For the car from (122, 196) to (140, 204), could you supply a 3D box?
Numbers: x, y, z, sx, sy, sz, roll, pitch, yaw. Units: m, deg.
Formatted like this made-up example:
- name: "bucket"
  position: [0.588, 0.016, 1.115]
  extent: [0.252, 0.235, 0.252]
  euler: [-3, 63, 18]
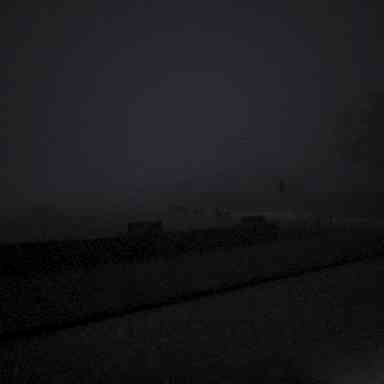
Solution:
- name: "car"
  position: [-11.616, 1.487, 63.007]
  extent: [1.882, 1.535, 5.008]
  euler: [0, 0, -36]

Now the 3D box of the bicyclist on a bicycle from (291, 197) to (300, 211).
- name: "bicyclist on a bicycle"
  position: [11.753, 1.359, 37.660]
  extent: [1.656, 1.620, 0.582]
  euler: [0, 0, -36]

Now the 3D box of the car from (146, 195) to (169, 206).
- name: "car"
  position: [-5.742, 1.361, 54.857]
  extent: [2.097, 1.767, 4.553]
  euler: [0, 0, -35]
